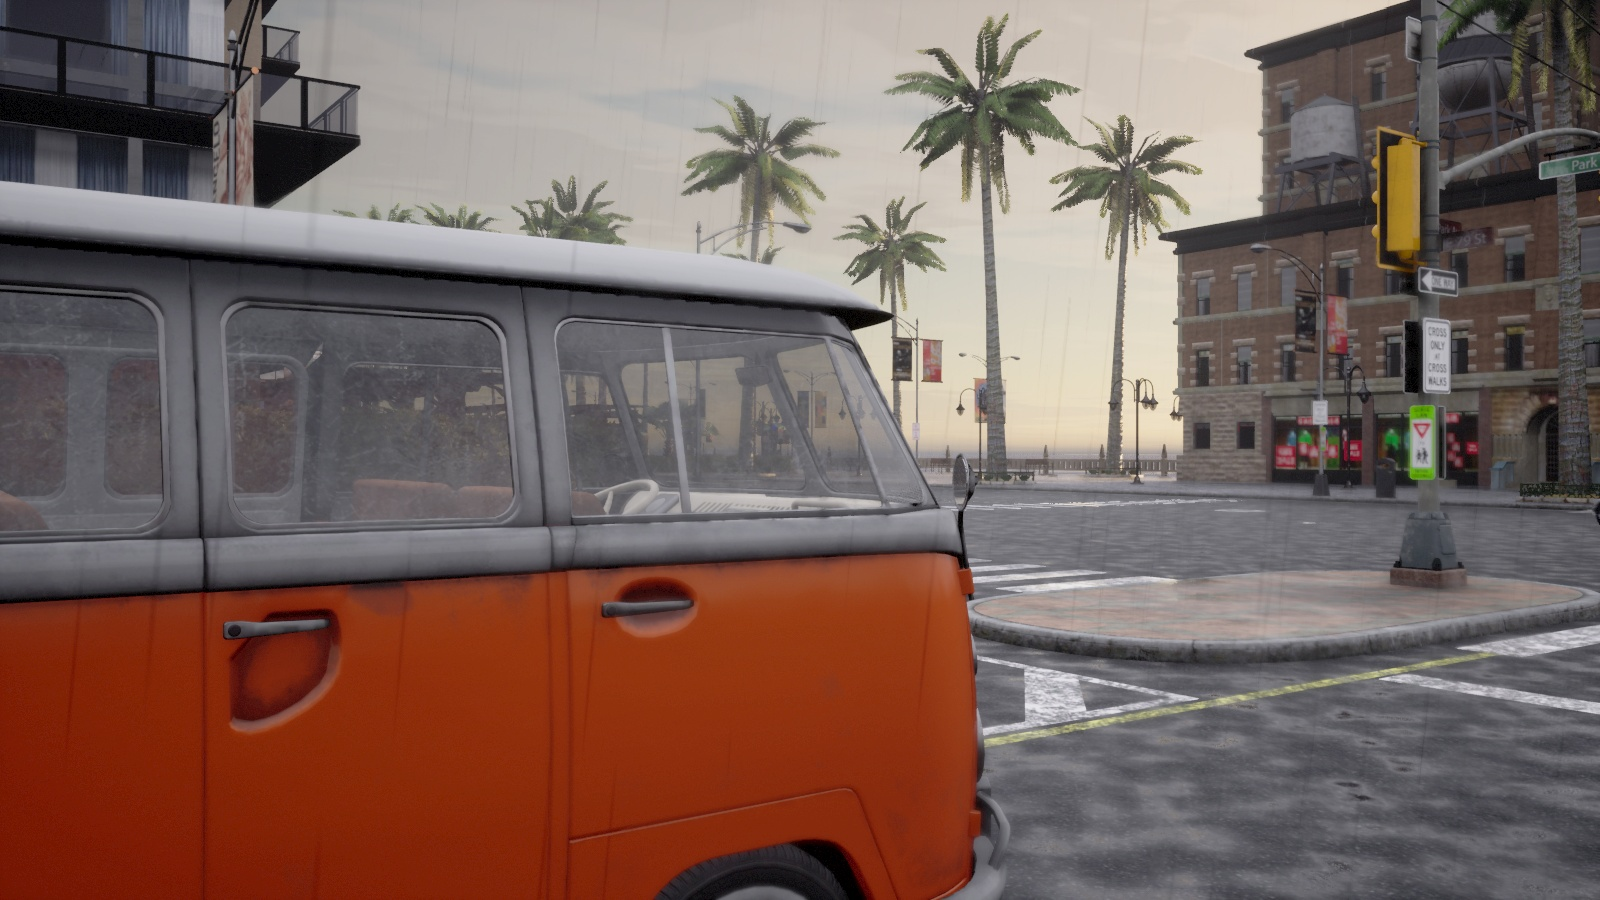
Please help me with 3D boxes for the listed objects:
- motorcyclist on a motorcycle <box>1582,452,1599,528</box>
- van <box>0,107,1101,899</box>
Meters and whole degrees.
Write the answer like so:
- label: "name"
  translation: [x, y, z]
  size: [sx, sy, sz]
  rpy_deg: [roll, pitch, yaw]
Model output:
- label: "motorcyclist on a motorcycle"
  translation: [17.003, 0.805, 25.077]
  size: [0.866, 1.530, 2.191]
  rpy_deg: [0, 0, -34]
- label: "van"
  translation: [-1.588, 0.507, 2.554]
  size: [4.442, 1.987, 1.775]
  rpy_deg: [0, 0, -35]
